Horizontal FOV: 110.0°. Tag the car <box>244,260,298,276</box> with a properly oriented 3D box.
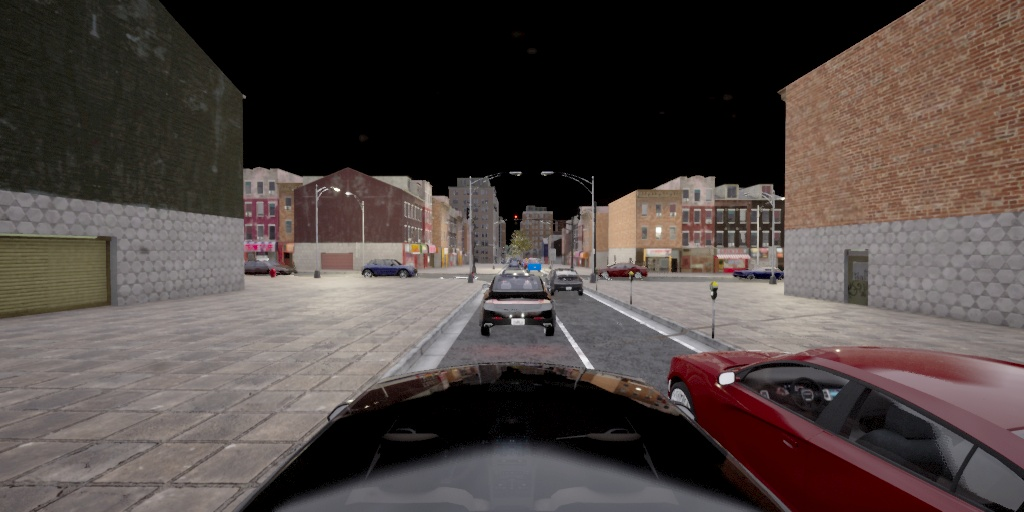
[{"bbox_3d":[-21.867,1.083,31.451,5.357,1.411,2.033,1,1,0],"label":"car"}]

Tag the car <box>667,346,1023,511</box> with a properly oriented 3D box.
[{"bbox_3d":[2.637,1.294,2.387,1.888,1.381,4.507,0,0,0],"label":"car"}]

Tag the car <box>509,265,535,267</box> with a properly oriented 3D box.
[{"bbox_3d":[0.219,1.369,20.396,1.895,1.301,4.718,0,0,1],"label":"car"}]

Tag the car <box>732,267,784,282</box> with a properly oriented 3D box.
[{"bbox_3d":[23.725,1.702,34.094,4.718,1.301,1.895,1,1,0],"label":"car"}]

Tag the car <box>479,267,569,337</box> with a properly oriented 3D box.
[{"bbox_3d":[0.142,1.243,10.353,2.128,1.511,4.902,0,0,0],"label":"car"}]

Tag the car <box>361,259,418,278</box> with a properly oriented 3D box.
[{"bbox_3d":[-10.611,1.039,31.381,4.553,1.767,2.097,1,1,0],"label":"car"}]

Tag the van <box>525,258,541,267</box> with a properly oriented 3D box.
[{"bbox_3d":[2.861,1.210,46.217,1.690,1.789,3.998,0,0,0],"label":"van"}]

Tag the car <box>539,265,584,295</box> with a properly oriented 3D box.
[{"bbox_3d":[2.723,1.316,19.263,2.007,1.370,4.403,0,0,0],"label":"car"}]

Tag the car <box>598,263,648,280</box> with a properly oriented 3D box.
[{"bbox_3d":[10.388,1.400,34.396,5.008,1.535,1.882,1,1,4],"label":"car"}]

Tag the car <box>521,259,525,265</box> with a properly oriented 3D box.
[{"bbox_3d":[2.914,1.249,56.798,2.192,1.841,5.009,0,0,0],"label":"car"}]
